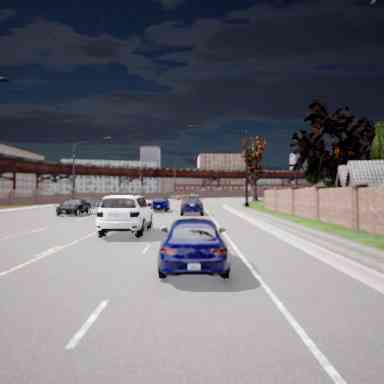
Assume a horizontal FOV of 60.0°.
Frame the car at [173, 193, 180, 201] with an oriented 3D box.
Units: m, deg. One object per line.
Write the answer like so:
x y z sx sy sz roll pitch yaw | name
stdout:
-2.960 1.029 72.144 2.097 1.767 4.553 -1 0 29 | car

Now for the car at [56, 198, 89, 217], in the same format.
-10.680 1.372 30.243 1.882 1.535 5.008 0 0 0 | car

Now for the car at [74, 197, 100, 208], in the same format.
-14.030 1.424 44.831 1.895 1.301 4.718 0 0 2 | car

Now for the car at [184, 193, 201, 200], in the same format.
0.134 1.082 82.756 1.812 1.442 4.674 -1 0 39 | car

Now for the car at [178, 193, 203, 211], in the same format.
0.001 1.234 32.489 2.097 1.767 4.553 0 0 0 | car

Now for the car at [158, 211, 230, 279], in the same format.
0.048 1.515 9.860 1.812 1.442 4.674 0 0 0 | car

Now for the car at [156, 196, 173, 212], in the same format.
-3.506 1.337 37.153 1.882 1.535 5.008 0 0 0 | car

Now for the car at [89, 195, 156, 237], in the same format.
-3.452 1.181 17.803 2.150 2.045 5.566 0 1 0 | car
